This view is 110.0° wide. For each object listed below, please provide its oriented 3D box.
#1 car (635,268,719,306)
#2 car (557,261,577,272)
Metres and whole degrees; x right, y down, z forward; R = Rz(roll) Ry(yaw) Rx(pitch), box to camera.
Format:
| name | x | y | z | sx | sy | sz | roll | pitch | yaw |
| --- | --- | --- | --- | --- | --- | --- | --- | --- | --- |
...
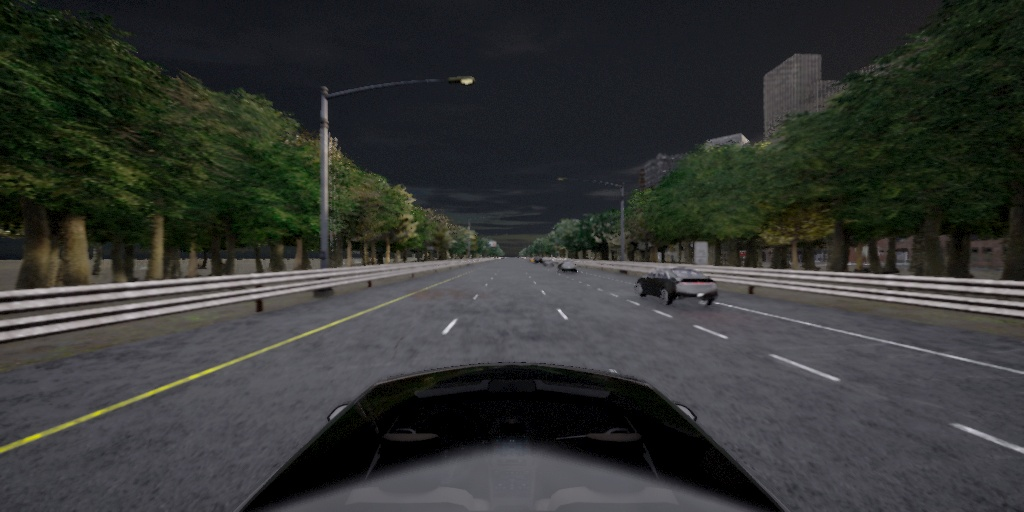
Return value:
| name | x | y | z | sx | sy | sz | roll | pitch | yaw |
| --- | --- | --- | --- | --- | --- | --- | --- | --- | --- |
| car | 6.982 | 1.248 | 15.735 | 2.128 | 1.511 | 4.902 | 0 | 0 | 0 |
| car | 6.940 | 1.332 | 45.626 | 1.994 | 1.385 | 4.181 | 0 | 0 | 0 |
